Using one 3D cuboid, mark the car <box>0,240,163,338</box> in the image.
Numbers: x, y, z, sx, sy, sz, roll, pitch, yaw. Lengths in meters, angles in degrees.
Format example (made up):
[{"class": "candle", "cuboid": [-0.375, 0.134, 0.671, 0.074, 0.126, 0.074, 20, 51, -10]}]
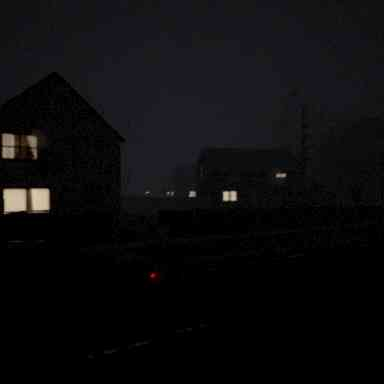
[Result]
[{"class": "car", "cuboid": [-3.126, 1.553, 5.446, 5.357, 1.411, 2.033, 1, -1, -36]}]
